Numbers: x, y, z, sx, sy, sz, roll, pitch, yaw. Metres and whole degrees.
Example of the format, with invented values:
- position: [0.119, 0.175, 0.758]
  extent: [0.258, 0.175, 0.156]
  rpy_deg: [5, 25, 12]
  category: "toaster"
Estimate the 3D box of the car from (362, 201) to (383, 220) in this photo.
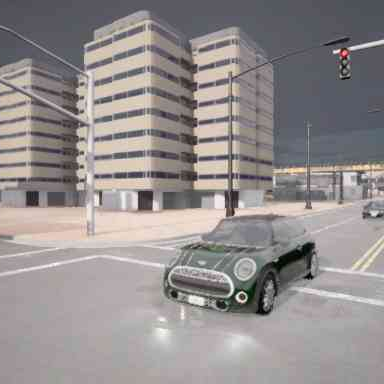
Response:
- position: [15.519, 1.496, 27.805]
  extent: [2.128, 1.511, 4.902]
  rpy_deg: [0, 0, 35]
  category: "car"

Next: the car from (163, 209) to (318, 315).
- position: [1.367, 1.346, 7.800]
  extent: [2.097, 1.767, 4.553]
  rpy_deg: [0, 0, 35]
  category: "car"
